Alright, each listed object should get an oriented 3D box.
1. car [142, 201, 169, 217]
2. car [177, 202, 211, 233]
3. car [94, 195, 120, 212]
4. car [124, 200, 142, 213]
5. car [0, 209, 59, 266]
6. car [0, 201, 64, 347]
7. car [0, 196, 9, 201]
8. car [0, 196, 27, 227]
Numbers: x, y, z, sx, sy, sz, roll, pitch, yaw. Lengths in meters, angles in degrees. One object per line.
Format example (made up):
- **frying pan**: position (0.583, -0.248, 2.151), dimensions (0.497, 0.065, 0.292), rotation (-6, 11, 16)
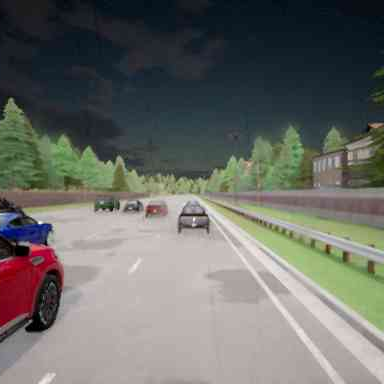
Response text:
- **car**: position (-3.402, 1.603, 33.161), dimensions (1.882, 1.535, 5.008), rotation (0, 0, 0)
- **car**: position (0.099, 1.569, 20.073), dimensions (2.128, 1.511, 4.902), rotation (0, 0, 0)
- **car**: position (-10.403, 1.379, 41.116), dimensions (2.150, 2.045, 5.566), rotation (0, 0, 0)
- **car**: position (-6.902, 1.675, 39.631), dimensions (1.812, 1.442, 4.674), rotation (0, 0, 0)
- **car**: position (-6.900, 1.525, 12.418), dimensions (1.882, 1.535, 5.008), rotation (0, 0, 0)
- **car**: position (-3.401, 1.238, 3.724), dimensions (2.150, 2.045, 5.566), rotation (0, 0, 0)
- **car**: position (-10.401, 1.285, 16.468), dimensions (2.150, 2.045, 5.566), rotation (0, 0, 0)
- **car**: position (-13.903, 1.310, 23.069), dimensions (2.150, 2.045, 5.566), rotation (0, 0, 0)
